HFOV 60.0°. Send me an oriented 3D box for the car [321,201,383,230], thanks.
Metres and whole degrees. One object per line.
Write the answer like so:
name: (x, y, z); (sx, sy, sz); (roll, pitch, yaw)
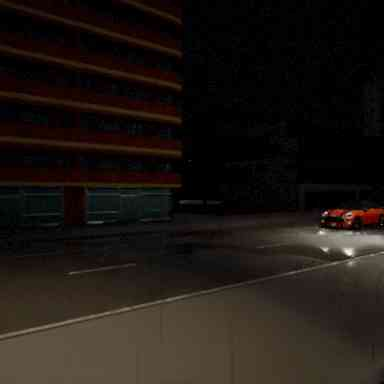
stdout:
car: (10.251, 1.366, 21.125); (4.553, 1.767, 2.097); (0, 0, -35)
